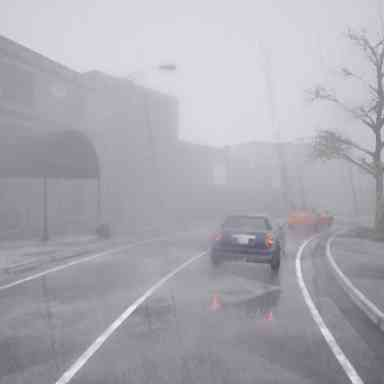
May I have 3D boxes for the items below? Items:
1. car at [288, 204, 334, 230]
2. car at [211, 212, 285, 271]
[{"bbox_3d":[8.816,1.741,24.434,2.097,1.767,4.553,1,-1,38],"label":"car"},{"bbox_3d":[2.163,1.491,11.845,2.097,1.767,4.553,0,-1,18],"label":"car"}]
